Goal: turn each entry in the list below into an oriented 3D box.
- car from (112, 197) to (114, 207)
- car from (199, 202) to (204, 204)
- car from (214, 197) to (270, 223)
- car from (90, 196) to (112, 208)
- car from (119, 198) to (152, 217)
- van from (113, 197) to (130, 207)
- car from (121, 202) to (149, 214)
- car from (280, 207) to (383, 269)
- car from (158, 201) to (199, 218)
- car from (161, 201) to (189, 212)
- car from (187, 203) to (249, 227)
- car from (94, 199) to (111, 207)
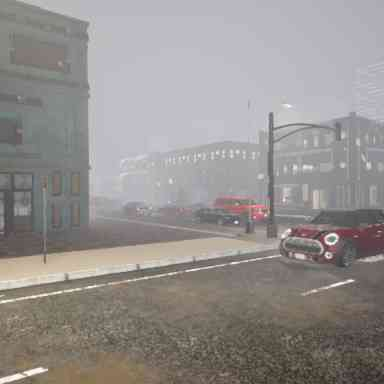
[{"bbox_3d":[-15.254,1.939,64.207,2.192,1.841,5.009,-1,0,-35],"label":"car"},{"bbox_3d":[0.775,1.903,41.643,1.802,1.307,4.206,-2,0,-35],"label":"car"},{"bbox_3d":[3.933,1.445,27.199,2.150,2.045,5.566,-1,0,-35],"label":"car"},{"bbox_3d":[-17.772,1.880,63.296,2.150,2.045,5.566,-1,0,-35],"label":"car"},{"bbox_3d":[-6.060,1.846,36.788,1.967,1.590,4.097,-1,0,-35],"label":"car"},{"bbox_3d":[-12.049,1.906,59.694,1.690,1.788,3.998,-1,0,-35],"label":"van"},{"bbox_3d":[-7.432,2.011,43.235,1.994,1.385,4.181,-1,0,-35],"label":"car"},{"bbox_3d":[5.079,1.351,11.290,4.553,1.767,2.097,0,0,-35],"label":"car"},{"bbox_3d":[-1.718,1.937,35.168,1.895,1.301,4.718,-1,0,-35],"label":"car"},{"bbox_3d":[-2.429,1.965,46.155,1.802,1.307,4.206,-2,0,-35],"label":"car"},{"bbox_3d":[1.878,1.814,25.404,1.947,1.339,4.313,-2,0,-35],"label":"car"},{"bbox_3d":[-18.453,2.227,68.720,1.887,1.381,4.507,-1,0,-35],"label":"car"}]
